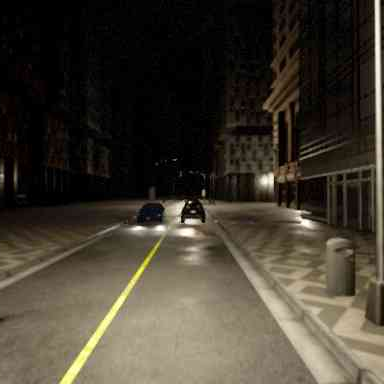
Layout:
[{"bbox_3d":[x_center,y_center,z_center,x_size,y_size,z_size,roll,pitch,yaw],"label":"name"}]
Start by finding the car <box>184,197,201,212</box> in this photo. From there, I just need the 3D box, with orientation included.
[{"bbox_3d":[0.085,1.576,43.733,2.097,1.767,4.553,0,0,0],"label":"car"}]

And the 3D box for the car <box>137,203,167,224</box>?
[{"bbox_3d":[-3.080,1.614,26.038,1.882,1.535,5.008,0,0,0],"label":"car"}]

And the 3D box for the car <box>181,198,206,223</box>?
[{"bbox_3d":[0.092,1.574,27.307,2.033,1.649,4.856,0,0,0],"label":"car"}]
